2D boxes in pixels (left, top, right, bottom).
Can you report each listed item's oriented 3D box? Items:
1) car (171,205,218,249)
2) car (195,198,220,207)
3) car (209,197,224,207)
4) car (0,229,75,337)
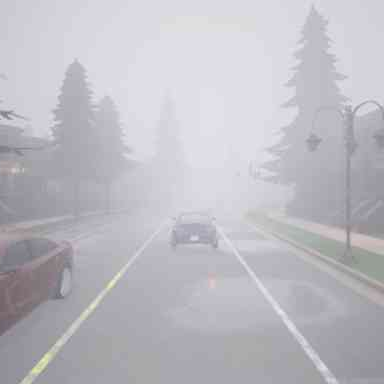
[{"bbox_3d":[0.089,1.532,14.573,1.812,1.442,4.674,0,0,0],"label":"car"},{"bbox_3d":[1.362,1.616,34.579,1.895,1.301,4.718,0,0,12],"label":"car"},{"bbox_3d":[3.149,1.515,49.197,2.128,1.511,4.902,0,0,30],"label":"car"},{"bbox_3d":[-3.595,1.480,5.572,1.882,1.535,5.008,0,0,0],"label":"car"}]
